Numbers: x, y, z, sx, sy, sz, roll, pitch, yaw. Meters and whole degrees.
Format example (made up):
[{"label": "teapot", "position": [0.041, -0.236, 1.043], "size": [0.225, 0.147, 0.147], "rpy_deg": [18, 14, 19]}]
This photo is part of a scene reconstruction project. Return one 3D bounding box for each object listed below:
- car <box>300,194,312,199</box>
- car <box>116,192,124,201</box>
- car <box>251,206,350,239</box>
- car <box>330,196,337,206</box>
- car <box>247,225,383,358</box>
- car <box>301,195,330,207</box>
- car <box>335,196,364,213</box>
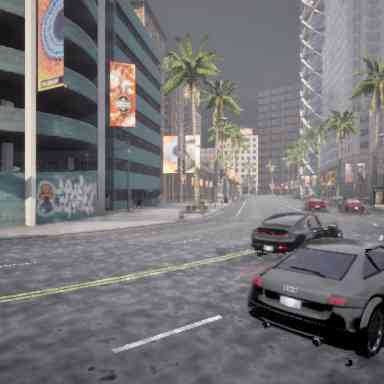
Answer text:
[{"label": "car", "position": [29.243, 1.301, 83.729], "size": [2.185, 1.767, 4.553], "rpy_deg": [0, 0, 10]}, {"label": "car", "position": [-11.626, 0.978, 53.577], "size": [2.435, 2.045, 5.566], "rpy_deg": [0, 0, 10]}, {"label": "car", "position": [3.978, 1.497, 12.187], "size": [1.837, 1.490, 4.892], "rpy_deg": [1, 1, 41]}, {"label": "car", "position": [24.054, 1.449, 54.816], "size": [2.231, 1.521, 4.892], "rpy_deg": [0, 0, 10]}, {"label": "car", "position": [2.904, 1.561, 6.136], "size": [4.181, 1.385, 1.994], "rpy_deg": [0, 0, -42]}, {"label": "car", "position": [14.802, 1.453, 40.205], "size": [1.882, 1.535, 5.008], "rpy_deg": [0, 0, 11]}, {"label": "car", "position": [17.816, 1.505, 37.377], "size": [1.812, 1.442, 4.674], "rpy_deg": [0, 0, 11]}]
